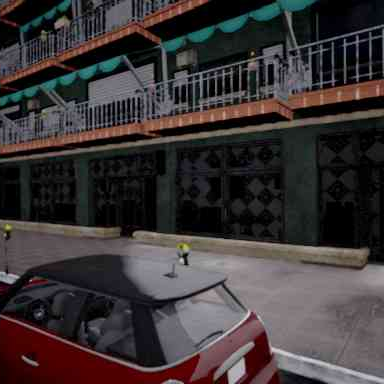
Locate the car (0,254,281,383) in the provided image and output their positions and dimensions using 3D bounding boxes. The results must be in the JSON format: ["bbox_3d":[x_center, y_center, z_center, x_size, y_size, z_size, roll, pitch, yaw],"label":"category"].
[{"bbox_3d":[-1.227,1.451,3.748,4.097,1.590,1.967,0,0,35],"label":"car"}]
